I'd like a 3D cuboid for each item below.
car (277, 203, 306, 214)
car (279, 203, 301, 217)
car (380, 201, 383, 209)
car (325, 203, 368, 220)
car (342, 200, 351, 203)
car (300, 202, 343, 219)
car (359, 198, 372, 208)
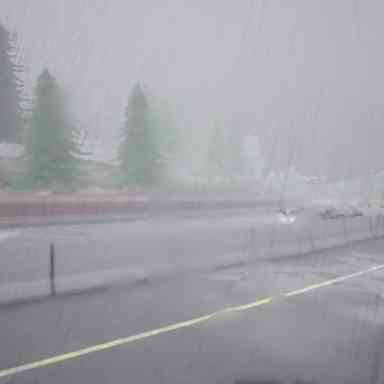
[{"bbox_3d":[14.048,2.238,46.601,2.033,1.411,5.357,-1,-1,38],"label":"car"},{"bbox_3d":[12.319,2.073,39.052,2.128,1.511,4.902,-1,-1,41],"label":"car"},{"bbox_3d":[37.614,2.469,64.431,2.033,1.411,5.357,0,-1,26],"label":"car"},{"bbox_3d":[14.438,2.025,30.931,1.994,1.385,4.181,-1,-1,43],"label":"car"},{"bbox_3d":[34.288,2.552,73.969,1.837,1.490,4.892,0,-1,25],"label":"car"},{"bbox_3d":[13.887,2.021,35.532,2.128,1.511,4.902,-1,-1,42],"label":"car"},{"bbox_3d":[36.273,2.227,69.769,2.150,2.045,5.566,0,-1,25],"label":"car"}]
